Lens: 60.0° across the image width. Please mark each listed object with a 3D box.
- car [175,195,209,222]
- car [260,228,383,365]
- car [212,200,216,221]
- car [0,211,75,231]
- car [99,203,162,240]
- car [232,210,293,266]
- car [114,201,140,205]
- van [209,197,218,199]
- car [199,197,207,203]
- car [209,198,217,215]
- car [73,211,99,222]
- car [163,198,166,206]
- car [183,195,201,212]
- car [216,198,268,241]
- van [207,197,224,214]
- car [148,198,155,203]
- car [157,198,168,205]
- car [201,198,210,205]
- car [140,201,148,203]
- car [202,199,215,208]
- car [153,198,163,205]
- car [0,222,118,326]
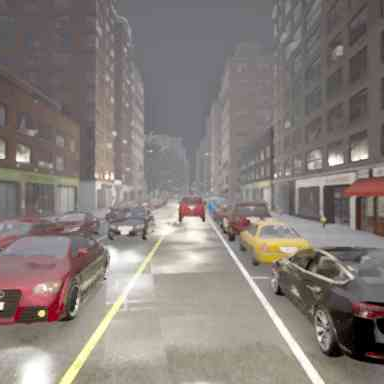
[{"bbox_3d":[-0.003,1.338,27.846,2.150,2.045,5.566,0,0,0],"label":"car"},{"bbox_3d":[2.671,1.586,5.877,1.947,1.339,4.313,0,0,0],"label":"car"},{"bbox_3d":[2.665,1.529,22.400,1.967,1.590,4.097,0,0,0],"label":"car"},{"bbox_3d":[-5.856,1.586,11.387,1.887,1.381,4.507,0,0,0],"label":"car"},{"bbox_3d":[-3.005,1.557,17.337,2.128,1.511,4.902,0,0,0],"label":"car"},{"bbox_3d":[2.669,1.567,11.555,1.752,1.417,4.829,0,0,0],"label":"car"},{"bbox_3d":[-5.862,1.555,27.912,1.967,1.590,4.097,0,0,0],"label":"car"},{"bbox_3d":[2.662,1.485,33.414,1.690,1.788,3.998,0,0,0],"label":"van"},{"bbox_3d":[2.643,2.024,82.980,1.947,1.339,4.313,0,0,0],"label":"car"},{"bbox_3d":[2.663,1.555,27.906,1.967,1.590,4.097,0,0,0],"label":"car"},{"bbox_3d":[-5.859,1.646,16.895,1.802,1.307,4.206,0,0,0],"label":"car"},{"bbox_3d":[-5.872,1.798,55.284,1.752,1.417,4.829,0,0,0],"label":"car"},{"bbox_3d":[0.042,1.426,43.817,2.150,2.045,5.566,0,0,1],"label":"car"},{"bbox_3d":[2.668,1.379,16.892,2.192,1.841,5.009,0,0,0],"label":"car"},{"bbox_3d":[2.660,1.515,38.921,1.690,1.788,3.998,0,0,0],"label":"van"},{"bbox_3d":[-5.867,1.740,38.927,1.947,1.339,4.313,0,0,0],"label":"car"},{"bbox_3d":[-5.876,1.910,66.471,1.947,1.339,4.313,0,0,0],"label":"car"},{"bbox_3d":[2.649,1.871,66.628,1.752,1.417,4.829,0,0,0],"label":"car"},{"bbox_3d":[-5.864,1.725,33.419,1.802,1.307,4.206,0,0,0],"label":"car"},{"bbox_3d":[2.653,1.824,55.443,2.008,1.369,4.403,0,0,0],"label":"car"},{"bbox_3d":[-5.870,1.679,49.945,1.967,1.590,4.097,0,0,0],"label":"car"},{"bbox_3d":[-3.095,1.589,7.153,1.994,1.385,4.181,0,0,-1],"label":"car"}]
